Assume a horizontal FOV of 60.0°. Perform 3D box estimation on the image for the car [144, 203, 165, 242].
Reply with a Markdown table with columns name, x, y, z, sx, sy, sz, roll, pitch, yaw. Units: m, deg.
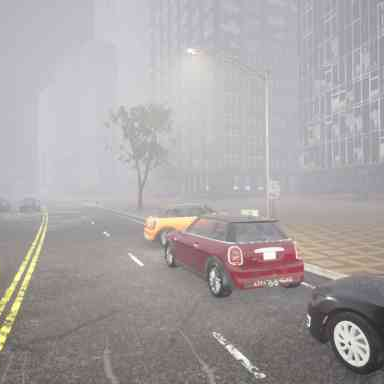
| name | x | y | z | sx | sy | sz | roll | pitch | yaw |
| --- | --- | --- | --- | --- | --- | --- | --- | --- | --- |
| car | 0.223 | 1.277 | 14.636 | 4.553 | 1.767 | 2.097 | -3 | 1 | -18 |

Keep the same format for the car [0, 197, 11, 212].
| name | x | y | z | sx | sy | sz | roll | pitch | yaw |
| --- | --- | --- | --- | --- | --- | --- | --- | --- | --- |
| car | -22.069 | 1.389 | 37.989 | 2.097 | 1.767 | 4.553 | 0 | 0 | -24 |

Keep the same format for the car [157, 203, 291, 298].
| name | x | y | z | sx | sy | sz | roll | pitch | yaw |
| --- | --- | --- | --- | --- | --- | --- | --- | --- | --- |
| car | 0.812 | 1.355 | 8.925 | 2.097 | 1.767 | 4.553 | 0 | 0 | -23 |

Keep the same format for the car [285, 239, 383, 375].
| name | x | y | z | sx | sy | sz | roll | pitch | yaw |
| --- | --- | --- | --- | --- | --- | --- | --- | --- | --- |
| car | 3.584 | 1.505 | 3.473 | 1.837 | 1.490 | 4.892 | 0 | 0 | -36 |

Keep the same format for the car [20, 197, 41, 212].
| name | x | y | z | sx | sy | sz | roll | pitch | yaw |
| --- | --- | --- | --- | --- | --- | --- | --- | --- | --- |
| car | -19.109 | 1.392 | 39.331 | 2.097 | 1.767 | 4.553 | 0 | 0 | -24 |
